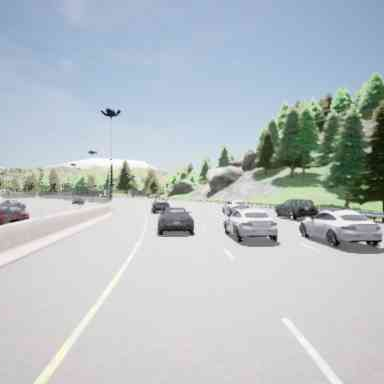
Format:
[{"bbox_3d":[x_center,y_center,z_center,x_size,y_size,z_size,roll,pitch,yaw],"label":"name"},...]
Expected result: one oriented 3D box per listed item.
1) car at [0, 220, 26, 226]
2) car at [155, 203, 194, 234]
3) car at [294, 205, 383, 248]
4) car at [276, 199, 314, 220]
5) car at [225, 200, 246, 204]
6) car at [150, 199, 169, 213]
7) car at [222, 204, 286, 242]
[{"bbox_3d":[-11.874,1.632,20.746,1.895,1.301,4.718,0,0,-7],"label":"car"},{"bbox_3d":[-0.991,1.572,19.276,1.994,1.385,4.181,0,0,-5],"label":"car"},{"bbox_3d":[6.437,1.517,14.776,1.812,1.442,4.674,0,0,-4],"label":"car"},{"bbox_3d":[8.574,1.343,27.713,2.097,1.767,4.553,0,0,-8],"label":"car"},{"bbox_3d":[4.297,1.527,32.760,1.812,1.442,4.674,0,0,-9],"label":"car"},{"bbox_3d":[-3.550,1.511,36.988,2.128,1.511,4.902,0,0,-11],"label":"car"},{"bbox_3d":[2.792,1.525,16.358,1.812,1.442,4.674,0,0,-5],"label":"car"}]
